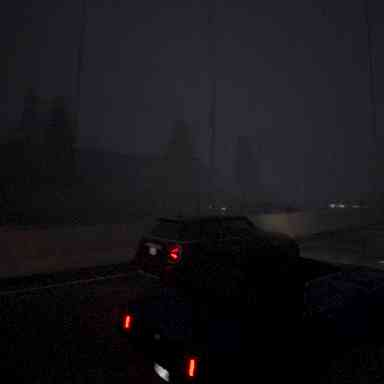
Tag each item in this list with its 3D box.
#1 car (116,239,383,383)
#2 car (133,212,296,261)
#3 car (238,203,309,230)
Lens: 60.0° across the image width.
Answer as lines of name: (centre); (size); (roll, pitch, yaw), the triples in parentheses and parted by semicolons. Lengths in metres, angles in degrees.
car: (1.459, 1.601, 4.845); (4.718, 1.301, 1.895); (0, 0, -37)
car: (0.813, 1.353, 8.752); (4.553, 1.767, 2.097); (0, 0, -37)
car: (5.543, 1.551, 22.111); (5.357, 1.411, 2.033); (0, 0, -43)
